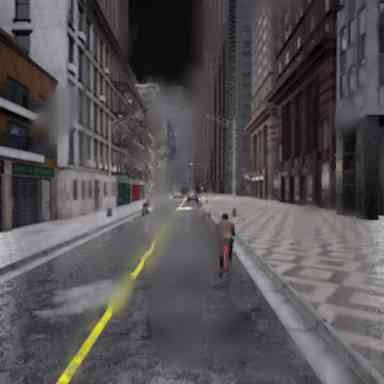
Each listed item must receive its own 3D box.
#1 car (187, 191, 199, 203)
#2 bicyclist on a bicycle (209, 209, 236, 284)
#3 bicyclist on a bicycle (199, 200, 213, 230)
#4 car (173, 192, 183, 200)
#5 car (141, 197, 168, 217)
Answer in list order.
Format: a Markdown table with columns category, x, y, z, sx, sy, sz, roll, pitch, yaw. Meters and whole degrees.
| category | x | y | z | sx | sy | sz | roll | pitch | yaw |
| --- | --- | --- | --- | --- | --- | --- | --- | --- | --- |
| car | 0.145 | 0.956 | 54.333 | 1.837 | 1.490 | 4.892 | 0 | 1 | 0 |
| bicyclist on a bicycle | 0.836 | 1.363 | 8.314 | 0.582 | 1.620 | 1.656 | 0 | 0 | 0 |
| bicyclist on a bicycle | 0.818 | 1.242 | 18.277 | 0.866 | 1.612 | 1.509 | 0 | 1 | 0 |
| car | -2.927 | 0.783 | 68.891 | 1.882 | 1.535 | 5.008 | 0 | 1 | 0 |
| car | -3.065 | 1.196 | 27.840 | 2.128 | 1.511 | 4.902 | 0 | 1 | 0 |
